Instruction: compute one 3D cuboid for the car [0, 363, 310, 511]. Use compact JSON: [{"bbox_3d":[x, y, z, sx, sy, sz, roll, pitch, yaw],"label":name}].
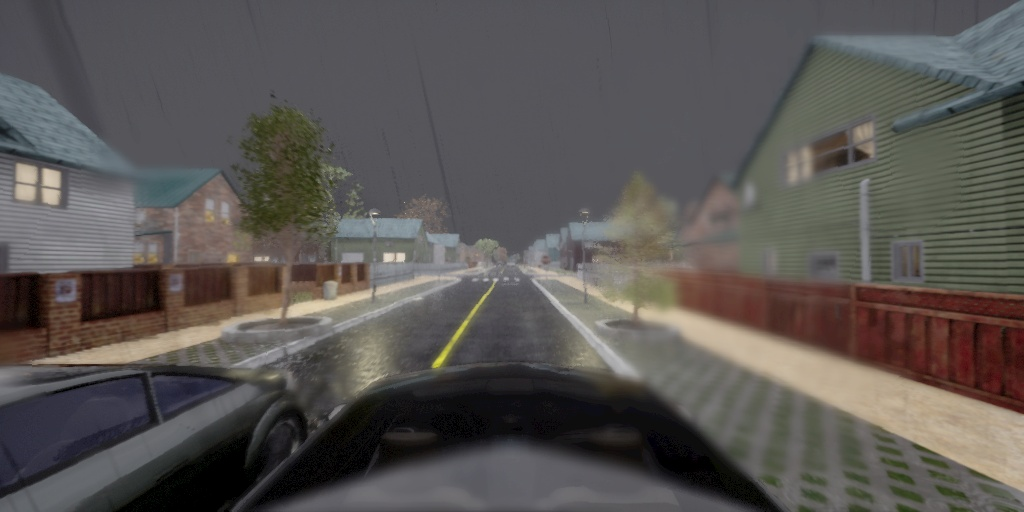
[{"bbox_3d":[-2.851,1.313,1.585,1.994,1.385,4.181,0,0,0],"label":"car"}]
